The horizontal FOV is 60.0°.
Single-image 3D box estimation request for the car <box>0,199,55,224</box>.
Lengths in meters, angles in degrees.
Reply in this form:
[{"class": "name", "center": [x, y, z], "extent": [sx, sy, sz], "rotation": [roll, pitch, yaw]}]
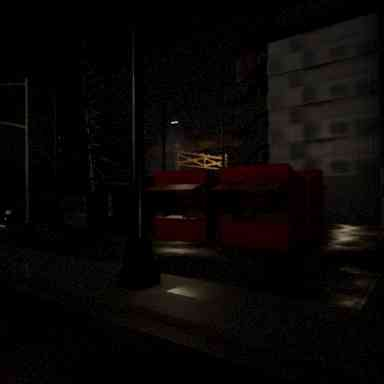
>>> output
[{"class": "car", "center": [-12.922, 1.491, 26.298], "extent": [2.097, 1.767, 4.553], "rotation": [-1, -1, 36]}]
